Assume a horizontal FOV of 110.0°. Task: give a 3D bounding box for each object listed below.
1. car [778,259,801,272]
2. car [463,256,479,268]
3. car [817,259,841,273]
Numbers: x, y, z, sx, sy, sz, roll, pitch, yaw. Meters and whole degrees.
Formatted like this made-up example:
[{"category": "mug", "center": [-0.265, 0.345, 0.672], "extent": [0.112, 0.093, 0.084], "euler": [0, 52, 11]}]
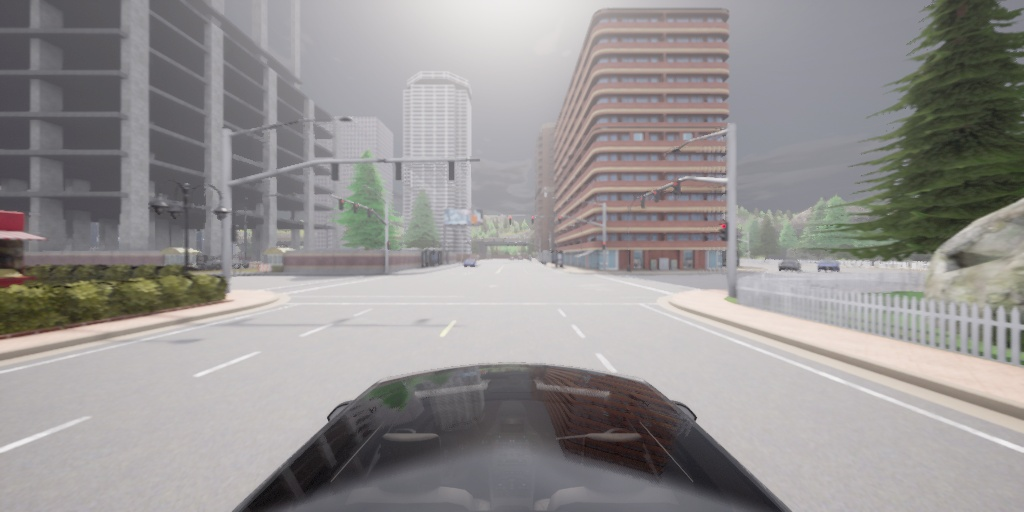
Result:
[{"category": "car", "center": [33.559, 1.160, 43.328], "extent": [1.837, 1.490, 4.892], "euler": [0, 1, 44]}, {"category": "car", "center": [-7.006, 1.212, 60.350], "extent": [1.882, 1.535, 5.008], "euler": [0, 1, 0]}, {"category": "car", "center": [36.929, 1.135, 41.825], "extent": [1.882, 1.535, 5.008], "euler": [0, 0, 42]}]
